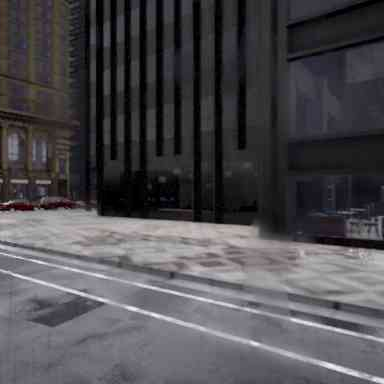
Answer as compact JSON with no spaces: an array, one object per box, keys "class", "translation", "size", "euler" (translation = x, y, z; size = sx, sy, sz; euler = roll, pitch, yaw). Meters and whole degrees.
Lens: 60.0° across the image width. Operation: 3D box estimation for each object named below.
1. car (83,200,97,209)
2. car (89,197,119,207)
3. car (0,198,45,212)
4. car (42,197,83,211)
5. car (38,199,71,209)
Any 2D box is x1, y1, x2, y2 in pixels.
[{"class":"car","translation":[-14.505,1.893,47.883],"size":[1.802,1.307,4.206],"euler":[-1,-1,36]},{"class":"car","translation":[-15.983,1.755,60.487],"size":[2.192,1.841,5.009],"euler":[-1,-1,36]},{"class":"car","translation":[-20.442,1.717,39.621],"size":[1.887,1.381,4.507],"euler":[-1,-1,36]},{"class":"car","translation":[-17.474,1.557,43.757],"size":[2.192,1.841,5.009],"euler":[-1,-1,36]},{"class":"car","translation":[-21.674,1.859,52.540],"size":[2.008,1.369,4.403],"euler":[-1,-1,36]}]
